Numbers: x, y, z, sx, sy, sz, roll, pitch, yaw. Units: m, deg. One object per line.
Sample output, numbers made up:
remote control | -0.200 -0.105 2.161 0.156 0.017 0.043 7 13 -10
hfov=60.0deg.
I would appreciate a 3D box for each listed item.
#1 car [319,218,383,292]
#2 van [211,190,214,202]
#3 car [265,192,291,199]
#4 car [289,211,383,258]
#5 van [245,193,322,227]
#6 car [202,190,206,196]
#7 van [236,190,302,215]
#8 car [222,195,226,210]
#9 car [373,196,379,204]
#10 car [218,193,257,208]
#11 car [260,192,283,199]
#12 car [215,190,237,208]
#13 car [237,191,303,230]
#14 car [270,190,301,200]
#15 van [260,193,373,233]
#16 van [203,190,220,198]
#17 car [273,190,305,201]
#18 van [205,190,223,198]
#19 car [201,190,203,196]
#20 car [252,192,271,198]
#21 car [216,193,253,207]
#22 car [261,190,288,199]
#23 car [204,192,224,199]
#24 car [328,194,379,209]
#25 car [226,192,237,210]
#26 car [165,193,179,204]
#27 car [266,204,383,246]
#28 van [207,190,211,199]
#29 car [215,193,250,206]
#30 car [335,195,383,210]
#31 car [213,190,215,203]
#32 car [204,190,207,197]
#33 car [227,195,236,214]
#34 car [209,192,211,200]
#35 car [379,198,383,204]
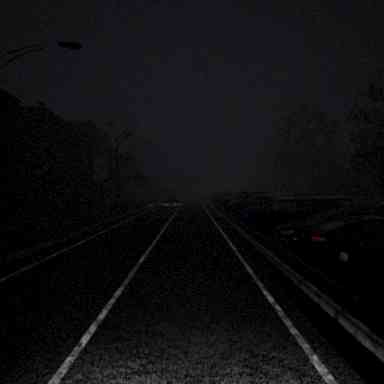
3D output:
car | 5.728 1.471 7.433 4.792 1.488 2.163 0 0 0
van | 5.473 0.867 49.486 4.442 1.987 1.878 0 1 0
car | 18.608 0.796 72.132 5.008 1.535 2.097 0 0 0
car | 5.689 1.468 10.241 4.674 1.452 2.002 0 0 0
van | 5.778 1.115 21.455 4.442 1.987 1.878 0 1 0
car | 5.515 0.861 77.513 4.892 1.521 2.231 0 0 0
van | 5.771 1.090 24.258 4.442 1.987 1.878 0 1 0
car | 5.632 1.282 32.670 4.674 1.452 2.002 0 1 0
car | 18.750 1.036 30.352 4.553 1.767 2.185 0 1 0
car | 5.581 1.041 41.078 4.553 1.767 2.185 0 1 0
car | 18.628 0.787 77.702 4.792 1.488 2.163 0 0 0
car | 5.597 0.965 35.470 5.566 2.045 2.435 0 1 0
car | 5.640 1.115 18.650 5.566 2.045 2.435 0 1 0
car | 18.596 0.588 66.562 5.566 2.045 2.435 0 1 0
van | 5.792 1.164 15.850 4.442 1.987 1.878 0 0 0
van | 5.369 0.555 91.532 4.442 1.987 1.878 0 0 0
car | 18.603 0.612 63.900 5.566 2.045 2.435 0 1 0
van | 5.614 0.585 85.926 4.442 1.987 1.878 0 0 0
car | 5.539 0.592 80.318 5.566 2.045 2.435 0 0 0
car | 18.570 0.734 88.843 4.674 1.452 2.002 0 0 0
car | 5.573 1.016 43.881 4.553 1.767 2.185 0 1 0
car | 18.576 0.524 74.917 5.566 2.045 2.435 0 0 0
car | 5.500 0.827 83.124 5.008 1.535 2.097 0 0 0
car | 18.704 1.088 38.680 4.892 1.521 2.231 0 1 0
car | 5.672 1.141 29.865 4.553 1.767 2.185 0 1 0
car | -3.317 1.004 55.232 2.097 1.767 4.553 0 0 0
car | 5.691 1.411 13.044 4.892 1.521 2.231 0 0 0
van | 5.444 0.767 60.699 4.442 1.987 1.878 0 1 0
car | 5.629 0.991 46.684 4.553 1.767 2.185 0 1 0
car | 18.520 1.110 35.903 5.366 1.575 1.946 0 1 0
car | 5.590 0.940 38.274 5.566 2.045 2.435 0 1 0
car | 5.536 0.918 69.107 5.008 1.535 2.097 0 1 0
car | 5.642 1.293 27.063 4.892 1.521 2.231 0 1 0
car | 5.579 1.067 52.291 5.008 1.535 2.097 0 1 0
car | 18.698 1.216 27.576 4.792 1.488 2.163 0 1 0
